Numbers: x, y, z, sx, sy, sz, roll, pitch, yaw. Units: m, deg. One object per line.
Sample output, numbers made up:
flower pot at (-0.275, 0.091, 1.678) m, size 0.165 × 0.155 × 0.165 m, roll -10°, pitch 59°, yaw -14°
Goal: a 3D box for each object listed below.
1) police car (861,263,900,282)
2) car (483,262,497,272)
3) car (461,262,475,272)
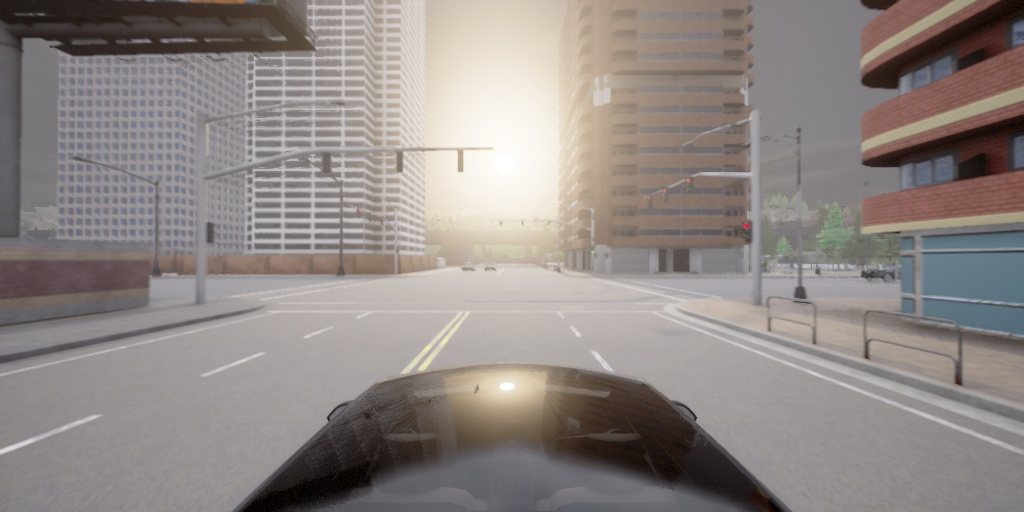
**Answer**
police car at (34.966, 1.469, 32.836) m, size 5.238 × 1.638 × 1.930 m, roll 0°, pitch -1°, yaw 0°
car at (-3.561, 1.786, 58.733) m, size 1.837 × 1.490 × 4.892 m, roll 0°, pitch 0°, yaw 1°
car at (-7.062, 1.783, 58.466) m, size 1.837 × 1.490 × 4.892 m, roll 0°, pitch 0°, yaw 1°
